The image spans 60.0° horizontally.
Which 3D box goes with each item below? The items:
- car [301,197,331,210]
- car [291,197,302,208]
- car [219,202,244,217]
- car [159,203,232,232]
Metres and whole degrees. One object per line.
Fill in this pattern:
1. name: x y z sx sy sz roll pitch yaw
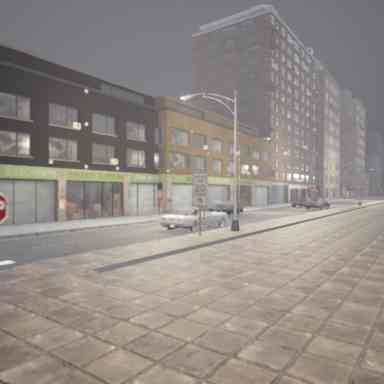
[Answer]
1. car: 15.854 1.455 41.611 2.033 1.411 5.357 0 0 36
2. car: 15.409 1.441 45.817 2.033 1.411 5.357 0 0 36
3. car: 2.476 1.528 27.937 1.895 1.301 4.718 0 0 36
4. car: 0.248 1.553 19.862 1.895 1.301 4.718 0 0 36
